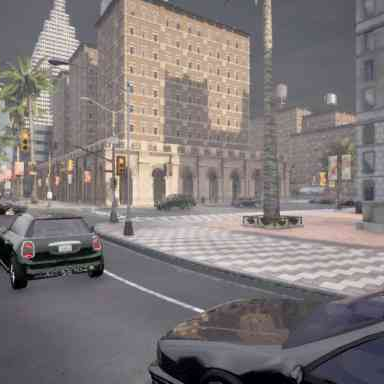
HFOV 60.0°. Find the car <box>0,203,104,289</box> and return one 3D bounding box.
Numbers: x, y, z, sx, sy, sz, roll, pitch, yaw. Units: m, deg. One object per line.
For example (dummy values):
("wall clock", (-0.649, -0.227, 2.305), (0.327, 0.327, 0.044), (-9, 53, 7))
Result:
("car", (-4.247, 1.352, 9.553), (2.097, 1.767, 4.553), (0, 0, -36))

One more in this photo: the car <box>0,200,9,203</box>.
("car", (-17.805, 1.478, 30.522), (5.008, 1.535, 1.882), (0, 1, -1))

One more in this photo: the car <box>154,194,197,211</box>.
("car", (-2.037, 1.221, 41.942), (5.566, 2.045, 2.150), (0, 0, -33))

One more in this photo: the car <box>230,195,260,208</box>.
("car", (7.714, 1.505, 48.315), (4.892, 1.490, 1.837), (0, 0, -33))

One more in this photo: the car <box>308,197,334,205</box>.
("car", (22.693, 1.547, 58.134), (5.357, 1.411, 2.033), (0, 0, -33))

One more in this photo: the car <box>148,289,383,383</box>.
("car", (2.135, 1.547, 2.552), (5.357, 1.411, 2.033), (0, 0, 37))

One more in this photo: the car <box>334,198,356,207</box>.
("car", (24.178, 1.600, 50.529), (4.718, 1.301, 1.895), (0, 0, -34))
